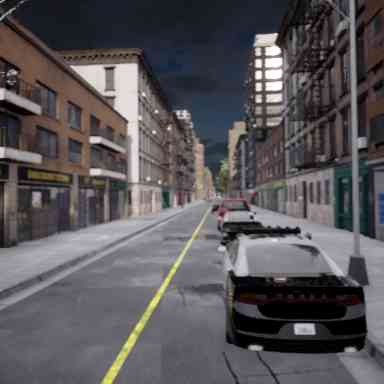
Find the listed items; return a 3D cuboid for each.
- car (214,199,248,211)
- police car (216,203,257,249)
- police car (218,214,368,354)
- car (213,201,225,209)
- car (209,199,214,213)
[{"bbox_3d":[2.781,1.471,22.490,2.150,2.045,5.566,-1,-1,4],"label":"car"},{"bbox_3d":[2.329,1.601,16.584,1.930,1.638,5.238,-1,-1,4],"label":"police car"},{"bbox_3d":[1.560,1.486,6.615,1.930,1.638,5.238,-1,-1,4],"label":"police car"},{"bbox_3d":[4.618,2.258,57.973,1.994,1.385,4.181,-1,-1,4],"label":"car"},{"bbox_3d":[3.609,2.033,44.713,1.837,1.490,4.892,-1,-1,5],"label":"car"}]
